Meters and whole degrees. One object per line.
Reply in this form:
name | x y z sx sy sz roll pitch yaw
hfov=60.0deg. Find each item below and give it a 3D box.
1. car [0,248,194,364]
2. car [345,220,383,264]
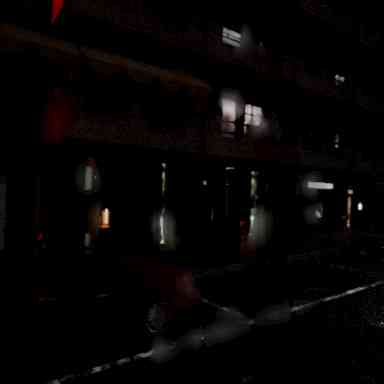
car | -1.904 1.595 5.183 4.206 1.307 1.802 1 1 -35
car | 7.136 1.659 11.615 4.507 1.381 1.887 1 1 -35
